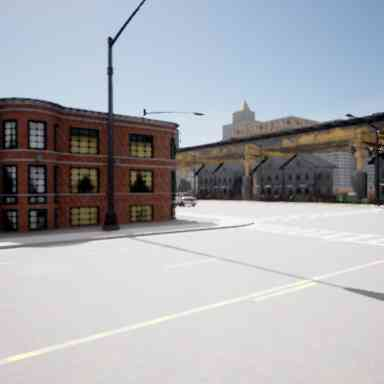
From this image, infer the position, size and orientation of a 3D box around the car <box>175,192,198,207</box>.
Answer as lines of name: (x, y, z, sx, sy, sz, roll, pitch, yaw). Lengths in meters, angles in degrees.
car: (-1.490, 1.068, 47.503, 2.150, 2.045, 5.566, 0, 0, -35)
